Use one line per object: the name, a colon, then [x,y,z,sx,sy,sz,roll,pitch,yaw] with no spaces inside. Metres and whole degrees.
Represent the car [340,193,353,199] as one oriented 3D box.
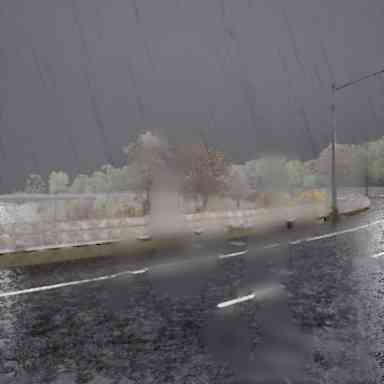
car: [39.975,1.004,86.288,2.097,1.767,4.553,0,0,2]
